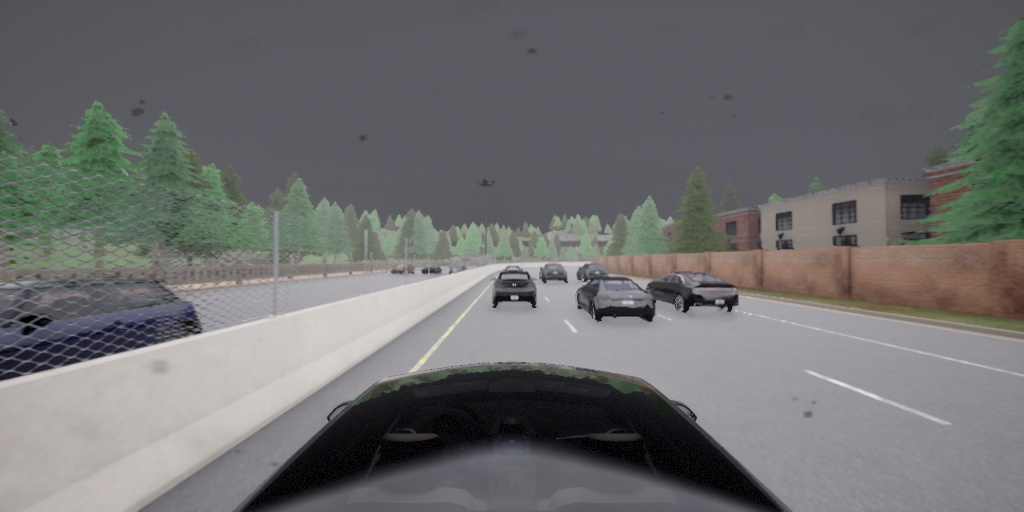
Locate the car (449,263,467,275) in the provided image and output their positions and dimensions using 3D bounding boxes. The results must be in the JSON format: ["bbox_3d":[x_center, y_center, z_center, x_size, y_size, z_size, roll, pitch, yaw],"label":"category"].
[{"bbox_3d":[-7.078,1.742,47.340,2.128,1.511,4.902,0,-1,0],"label":"car"}]

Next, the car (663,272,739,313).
[{"bbox_3d":[7.103,1.384,14.670,2.128,1.511,4.902,0,-1,0],"label":"car"}]

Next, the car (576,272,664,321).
[{"bbox_3d":[3.602,1.439,13.128,1.994,1.385,4.181,0,-1,0],"label":"car"}]

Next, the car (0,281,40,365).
[{"bbox_3d":[-10.600,1.262,4.822,1.882,1.535,5.008,0,-1,0],"label":"car"}]

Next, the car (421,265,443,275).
[{"bbox_3d":[-10.584,1.853,47.612,1.895,1.301,4.718,0,-1,0],"label":"car"}]

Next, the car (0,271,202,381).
[{"bbox_3d":[-7.100,1.138,5.029,2.097,1.767,4.553,0,-1,0],"label":"car"}]

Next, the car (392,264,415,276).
[{"bbox_3d":[-14.074,1.720,46.690,1.882,1.535,5.008,0,0,0],"label":"car"}]

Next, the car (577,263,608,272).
[{"bbox_3d":[7.105,1.434,31.981,2.097,1.767,4.553,0,-1,0],"label":"car"}]

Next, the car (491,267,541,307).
[{"bbox_3d":[0.103,1.417,16.521,1.837,1.490,4.892,0,-1,0],"label":"car"}]

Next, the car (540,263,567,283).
[{"bbox_3d":[3.604,1.434,31.985,2.097,1.767,4.553,0,-1,0],"label":"car"}]
